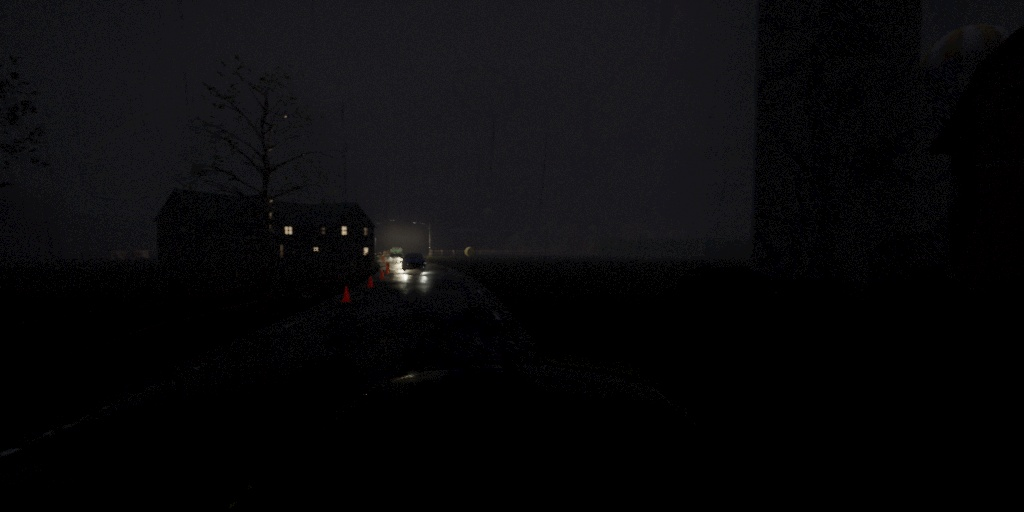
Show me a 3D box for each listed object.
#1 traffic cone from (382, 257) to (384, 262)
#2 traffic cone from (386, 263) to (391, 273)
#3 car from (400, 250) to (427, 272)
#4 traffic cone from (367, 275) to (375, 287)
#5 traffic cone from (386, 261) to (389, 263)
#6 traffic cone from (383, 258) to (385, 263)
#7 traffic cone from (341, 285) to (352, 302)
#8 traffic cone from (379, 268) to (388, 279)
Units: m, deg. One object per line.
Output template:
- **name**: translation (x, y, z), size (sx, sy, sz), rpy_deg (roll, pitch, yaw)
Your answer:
- **traffic cone**: translation (-16.526, 0.619, 46.410), size (0.340, 0.580, 0.340), rpy_deg (0, 0, -23)
- **traffic cone**: translation (-9.715, 1.062, 27.921), size (0.340, 0.580, 0.340), rpy_deg (0, 0, -16)
- **car**: translation (-8.628, 0.490, 31.540), size (1.882, 1.535, 5.008), rpy_deg (-1, 1, -18)
- **traffic cone**: translation (-7.254, 1.295, 18.405), size (0.340, 0.580, 0.340), rpy_deg (0, 0, -13)
- **traffic cone**: translation (-11.183, 0.948, 32.612), size (0.340, 0.580, 0.340), rpy_deg (0, 0, -18)
- **traffic cone**: translation (-14.588, 0.727, 41.833), size (0.340, 0.580, 0.340), rpy_deg (0, 0, -22)
- **traffic cone**: translation (-6.265, 1.413, 13.590), size (0.340, 0.580, 0.340), rpy_deg (0, 0, -11)
- **traffic cone**: translation (-8.405, 1.178, 23.183), size (0.340, 0.580, 0.340), rpy_deg (0, 0, -14)
